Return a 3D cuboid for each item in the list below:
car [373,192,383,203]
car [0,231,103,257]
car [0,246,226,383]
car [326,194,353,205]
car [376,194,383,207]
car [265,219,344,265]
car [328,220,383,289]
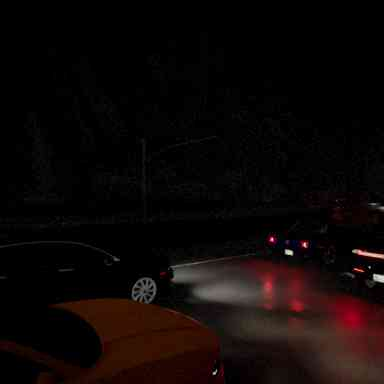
[{"bbox_3d":[34.888,0.954,60.096,5.566,2.045,2.150,0,0,-36],"label":"car"},{"bbox_3d":[-2.620,1.504,6.176,4.892,1.490,1.837,0,0,-36],"label":"car"},{"bbox_3d":[-1.969,1.477,2.320,5.008,1.535,1.882,0,0,-36],"label":"car"},{"bbox_3d":[22.673,1.167,51.171,4.553,1.767,2.097,-1,0,-36],"label":"car"},{"bbox_3d":[28.129,1.370,46.502,4.181,1.385,1.994,0,0,-36],"label":"car"},{"bbox_3d":[4.818,1.590,11.652,4.718,1.301,1.895,0,0,-36],"label":"car"},{"bbox_3d":[5.678,1.483,7.946,4.902,1.511,2.128,0,0,-36],"label":"car"}]
